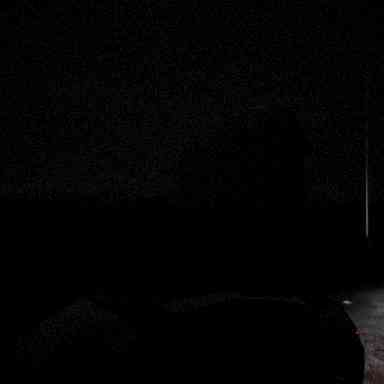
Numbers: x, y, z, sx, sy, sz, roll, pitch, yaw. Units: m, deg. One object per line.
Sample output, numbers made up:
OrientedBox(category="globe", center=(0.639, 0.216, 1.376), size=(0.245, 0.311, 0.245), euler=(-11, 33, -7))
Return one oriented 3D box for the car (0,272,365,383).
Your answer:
OrientedBox(category="car", center=(-0.377, 1.526, 2.744), size=(4.674, 1.442, 1.812), euler=(0, 0, -36))
